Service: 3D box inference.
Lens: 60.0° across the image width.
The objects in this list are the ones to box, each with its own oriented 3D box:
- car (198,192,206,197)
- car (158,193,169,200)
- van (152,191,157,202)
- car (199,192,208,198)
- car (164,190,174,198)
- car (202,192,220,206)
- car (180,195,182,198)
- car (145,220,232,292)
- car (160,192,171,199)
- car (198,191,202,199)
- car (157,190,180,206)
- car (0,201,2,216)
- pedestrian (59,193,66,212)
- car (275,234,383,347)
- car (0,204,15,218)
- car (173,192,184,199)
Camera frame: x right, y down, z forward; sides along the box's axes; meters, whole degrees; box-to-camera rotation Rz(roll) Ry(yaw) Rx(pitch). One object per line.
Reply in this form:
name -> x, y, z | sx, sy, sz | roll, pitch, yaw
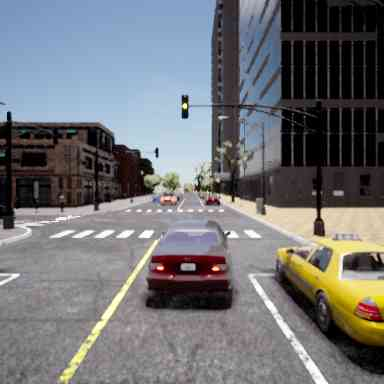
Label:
car -> 2.680, 0.594, 88.438 | 1.887, 1.381, 4.507 | 1, 1, 0
car -> -5.695, 0.868, 66.311 | 1.802, 1.307, 4.206 | 1, 1, 0
van -> -5.689, 0.746, 55.240 | 1.690, 1.788, 3.998 | 1, 1, 0
car -> 2.683, 0.691, 77.539 | 1.752, 1.417, 4.829 | 1, 1, 0
car -> -5.695, 0.424, 82.910 | 2.192, 1.841, 5.009 | 1, 1, 0
car -> 2.692, 0.963, 44.160 | 1.967, 1.590, 4.097 | 1, 1, 0
car -> -3.069, 0.960, 59.504 | 1.895, 1.301, 4.718 | 0, 1, 1
car -> 0.073, 1.450, 8.836 | 2.033, 1.411, 5.357 | 0, 1, 3
car -> -5.696, 0.793, 71.845 | 1.947, 1.339, 4.313 | 1, 1, 0
car -> 2.685, 0.750, 72.004 | 1.752, 1.417, 4.829 | 1, 1, 0
car -> -3.099, 0.872, 44.432 | 2.097, 1.767, 4.553 | 0, 1, 0
car -> -19.425, 1.485, 29.288 | 4.313, 1.339, 1.947 | -1, 0, 1
pedestrian -> -12.552, 1.010, 32.151 | 0.375, 1.860, 0.375 | 0, 0, 1
car -> 2.837, 1.455, 6.386 | 1.752, 1.417, 4.829 | 1, 1, 0
car -> -17.307, 1.435, 26.791 | 5.357, 1.411, 2.033 | -1, 0, -1
car -> -3.018, 0.699, 75.097 | 2.128, 1.511, 4.902 | 0, 1, 0
